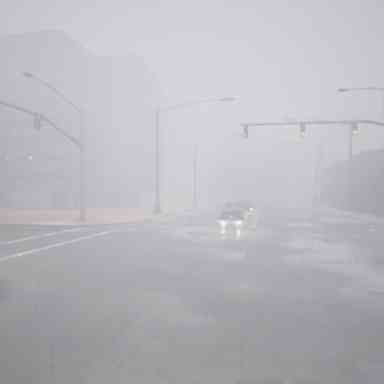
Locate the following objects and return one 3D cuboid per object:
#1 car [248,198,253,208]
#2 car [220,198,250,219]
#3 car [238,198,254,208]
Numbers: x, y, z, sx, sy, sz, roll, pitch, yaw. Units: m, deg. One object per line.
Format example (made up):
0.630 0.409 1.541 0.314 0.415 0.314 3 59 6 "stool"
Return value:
5.706 1.555 38.505 1.994 1.385 4.181 0 0 12 "car"
3.648 1.541 29.019 2.033 1.411 5.357 0 0 12 "car"
7.964 1.590 48.852 1.895 1.301 4.718 0 0 13 "car"
